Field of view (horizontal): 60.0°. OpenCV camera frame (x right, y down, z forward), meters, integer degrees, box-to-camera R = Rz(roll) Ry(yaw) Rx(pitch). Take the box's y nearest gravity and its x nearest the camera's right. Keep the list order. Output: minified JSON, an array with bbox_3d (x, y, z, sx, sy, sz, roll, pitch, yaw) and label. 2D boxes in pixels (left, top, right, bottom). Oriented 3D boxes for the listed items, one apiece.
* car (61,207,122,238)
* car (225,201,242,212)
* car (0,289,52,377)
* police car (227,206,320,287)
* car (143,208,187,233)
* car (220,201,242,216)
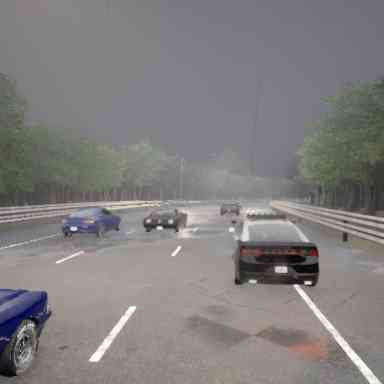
[{"bbox_3d":[-5.202,1.539,17.664,1.812,1.442,4.674,0,0,6],"label":"car"},{"bbox_3d":[5.614,1.876,44.658,1.994,1.385,4.181,0,-1,12],"label":"car"},{"bbox_3d":[-3.069,1.601,2.661,1.895,1.301,4.718,0,0,4],"label":"car"},{"bbox_3d":[2.107,1.428,9.554,1.930,1.638,5.238,0,0,5],"label":"police car"},{"bbox_3d":[-1.440,1.619,19.842,1.895,1.301,4.718,0,0,7],"label":"car"},{"bbox_3d":[3.984,1.635,34.419,2.128,1.511,4.902,0,-1,10],"label":"car"}]
